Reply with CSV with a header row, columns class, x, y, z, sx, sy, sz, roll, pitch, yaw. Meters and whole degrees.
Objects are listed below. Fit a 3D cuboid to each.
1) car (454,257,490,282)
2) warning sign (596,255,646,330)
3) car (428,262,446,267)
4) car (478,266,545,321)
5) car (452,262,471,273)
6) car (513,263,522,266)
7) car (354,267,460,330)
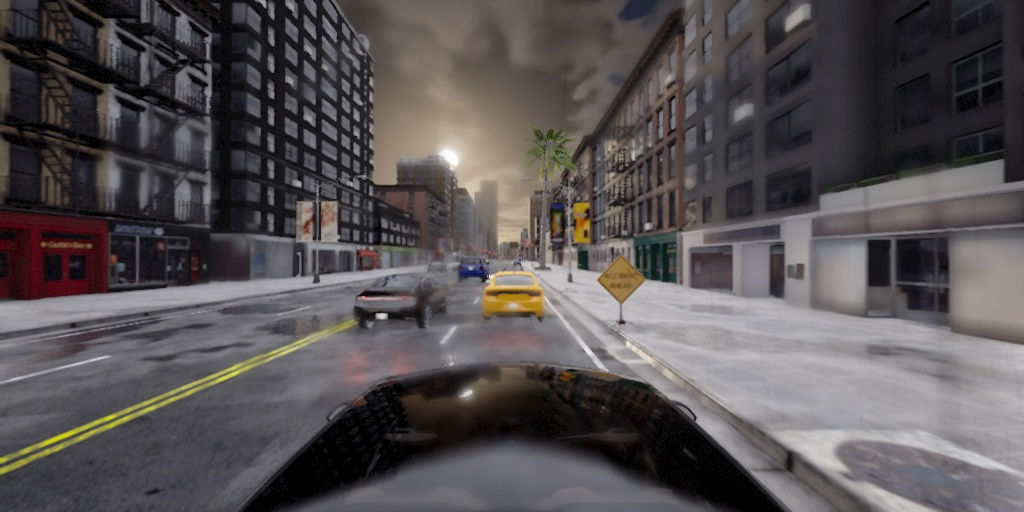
class,x,y,z,sx,sy,sz,roll,pitch,yaw
car,-3.154,1.093,30.313,2.150,2.045,5.566,0,0,0
warning sign,2.852,0.898,9.387,1.300,1.860,1.060,0,0,0
car,-9.820,1.474,46.975,1.812,1.442,4.674,0,0,0
car,0.071,1.274,12.680,1.882,1.535,5.008,0,0,0
car,-6.572,1.512,47.086,1.994,1.385,4.181,0,0,0
car,0.090,1.470,29.539,1.895,1.301,4.718,0,0,0
car,-3.185,1.282,11.250,2.128,1.511,4.902,0,0,1
